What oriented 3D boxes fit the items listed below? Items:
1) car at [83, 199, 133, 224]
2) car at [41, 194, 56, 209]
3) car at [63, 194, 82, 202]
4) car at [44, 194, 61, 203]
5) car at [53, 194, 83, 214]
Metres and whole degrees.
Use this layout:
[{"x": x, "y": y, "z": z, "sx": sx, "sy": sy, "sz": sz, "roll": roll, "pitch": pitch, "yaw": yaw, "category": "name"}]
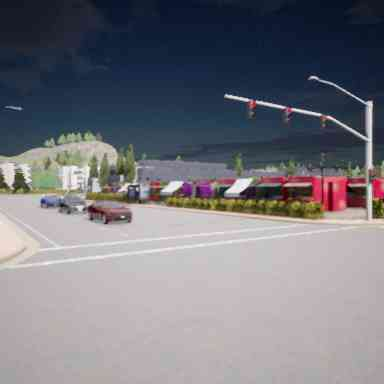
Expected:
[{"x": -5.785, "y": 1.305, "z": 23.288, "sx": 1.882, "sy": 1.535, "sz": 5.008, "roll": 0, "pitch": 1, "yaw": -33, "category": "car"}, {"x": -17.044, "y": 1.163, "z": 40.328, "sx": 1.882, "sy": 1.535, "sz": 5.008, "roll": 0, "pitch": 1, "yaw": -33, "category": "car"}, {"x": -21.761, "y": 1.046, "z": 60.519, "sx": 2.033, "sy": 1.411, "sz": 5.357, "roll": -1, "pitch": 1, "yaw": -33, "category": "car"}, {"x": -24.371, "y": 1.092, "z": 58.082, "sx": 1.994, "sy": 1.385, "sz": 4.181, "roll": -1, "pitch": 1, "yaw": -33, "category": "car"}, {"x": -11.280, "y": 1.250, "z": 31.595, "sx": 2.128, "sy": 1.511, "sz": 4.902, "roll": -1, "pitch": 1, "yaw": -34, "category": "car"}]
